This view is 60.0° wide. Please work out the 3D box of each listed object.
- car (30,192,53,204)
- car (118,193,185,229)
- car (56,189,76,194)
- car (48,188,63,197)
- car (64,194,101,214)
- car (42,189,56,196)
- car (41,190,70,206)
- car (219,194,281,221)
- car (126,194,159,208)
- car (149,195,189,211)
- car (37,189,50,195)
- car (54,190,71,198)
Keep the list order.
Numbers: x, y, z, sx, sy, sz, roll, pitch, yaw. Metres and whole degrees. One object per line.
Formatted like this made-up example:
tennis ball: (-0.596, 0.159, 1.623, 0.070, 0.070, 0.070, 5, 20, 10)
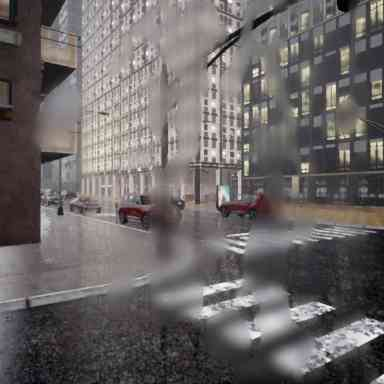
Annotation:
car: (-18.909, 0.752, 41.715, 1.802, 1.307, 4.206, 2, 0, -36)
car: (-2.600, 1.008, 19.283, 2.192, 1.841, 5.009, 2, 0, -36)
car: (-19.568, 0.516, 52.447, 1.837, 1.490, 4.892, 0, 1, -36)
car: (-28.471, 0.099, 69.132, 1.967, 1.590, 4.097, 1, 0, -36)
car: (-9.128, 1.067, 28.257, 1.802, 1.307, 4.206, 2, 0, -36)
car: (-31.735, 0.096, 73.620, 1.887, 1.381, 4.507, 1, 0, -36)
car: (-15.648, 0.827, 37.229, 2.008, 1.369, 4.403, 2, 0, -36)
car: (4.142, 1.027, 24.259, 2.192, 1.841, 5.009, 1, 0, -36)
car: (-5.648, 0.965, 37.721, 1.947, 1.339, 4.313, 1, 0, -36)
car: (-2.386, 1.070, 33.234, 1.947, 1.339, 4.313, 1, 0, -36)
car: (-34.996, -0.011, 78.108, 1.887, 1.381, 4.507, 1, 0, -36)
car: (-25.213, 0.309, 64.646, 1.887, 1.381, 4.507, 1, 0, -36)
